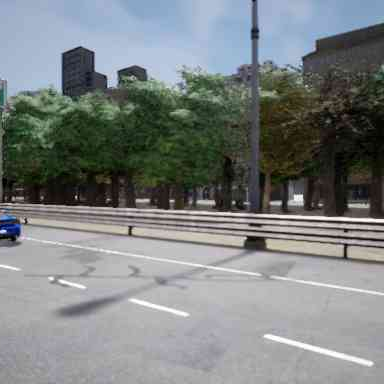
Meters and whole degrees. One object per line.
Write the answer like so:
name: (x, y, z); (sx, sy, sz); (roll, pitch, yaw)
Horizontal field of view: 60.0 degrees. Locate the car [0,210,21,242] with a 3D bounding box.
car: (-9.776, 1.491, 15.157); (5.008, 1.535, 1.882); (0, 0, 36)
